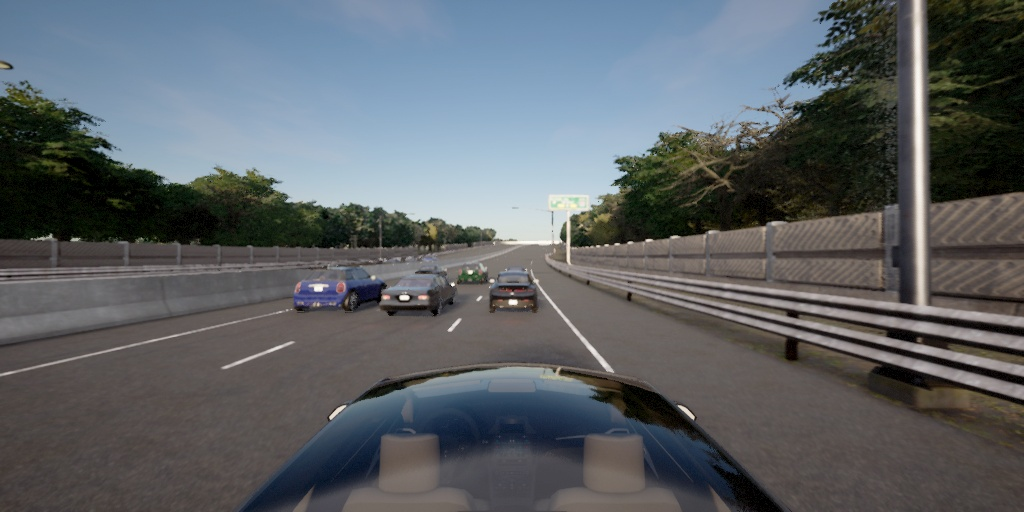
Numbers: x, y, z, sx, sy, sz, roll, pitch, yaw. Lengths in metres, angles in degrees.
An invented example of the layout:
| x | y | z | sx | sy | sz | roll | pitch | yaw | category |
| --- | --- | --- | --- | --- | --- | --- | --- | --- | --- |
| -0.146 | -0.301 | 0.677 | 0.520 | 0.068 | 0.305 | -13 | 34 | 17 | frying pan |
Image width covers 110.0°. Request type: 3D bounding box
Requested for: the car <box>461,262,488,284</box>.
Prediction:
| x | y | z | sx | sy | sz | roll | pitch | yaw | category |
| --- | --- | --- | --- | --- | --- | --- | --- | --- | --- |
| -3.168 | 1.327 | 29.857 | 2.097 | 1.767 | 4.553 | 0 | 0 | 2 | car |

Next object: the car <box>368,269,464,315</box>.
| x | y | z | sx | sy | sz | roll | pitch | yaw | category |
| --- | --- | --- | --- | --- | --- | --- | --- | --- | --- |
| -3.439 | 1.416 | 14.091 | 2.033 | 1.411 | 5.357 | 0 | -1 | 1 | car |

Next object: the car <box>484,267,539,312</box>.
| x | y | z | sx | sy | sz | roll | pitch | yaw | category |
| --- | --- | --- | --- | --- | --- | --- | --- | --- | --- |
| 0.084 | 1.385 | 15.045 | 1.837 | 1.490 | 4.892 | 0 | 0 | 1 | car |

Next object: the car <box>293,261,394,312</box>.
| x | y | z | sx | sy | sz | roll | pitch | yaw | category |
| --- | --- | --- | --- | --- | --- | --- | --- | --- | --- |
| -6.917 | 1.228 | 15.018 | 2.097 | 1.767 | 4.553 | 0 | -1 | 1 | car |

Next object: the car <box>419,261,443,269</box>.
| x | y | z | sx | sy | sz | roll | pitch | yaw | category |
| --- | --- | --- | --- | --- | --- | --- | --- | --- | --- |
| -6.665 | 1.483 | 30.039 | 1.837 | 1.490 | 4.892 | 0 | 0 | 2 | car |
